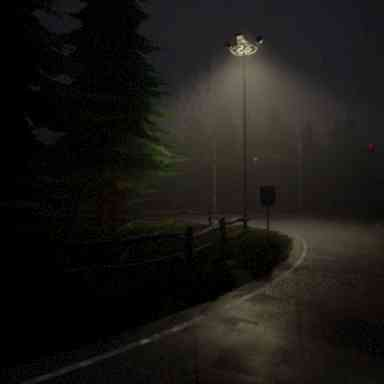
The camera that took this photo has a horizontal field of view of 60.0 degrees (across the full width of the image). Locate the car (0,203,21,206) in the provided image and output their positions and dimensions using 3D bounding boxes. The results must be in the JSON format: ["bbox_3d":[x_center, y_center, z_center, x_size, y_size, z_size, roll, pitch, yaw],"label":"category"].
[{"bbox_3d":[-19.081,1.744,34.677,4.553,1.767,2.097,-1,-1,23],"label":"car"}]
